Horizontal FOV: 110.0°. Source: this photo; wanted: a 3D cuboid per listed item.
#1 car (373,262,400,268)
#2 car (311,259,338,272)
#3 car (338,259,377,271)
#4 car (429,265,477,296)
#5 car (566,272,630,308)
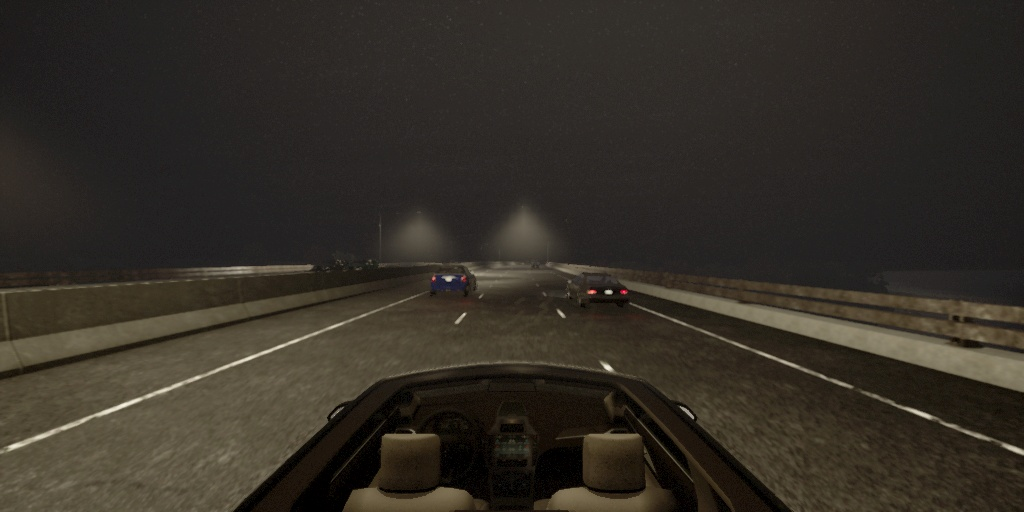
[{"bbox_3d":[-13.619,1.678,40.735,1.994,1.385,4.181,0,-1,2],"label":"car"},{"bbox_3d":[-20.607,1.333,41.083,2.150,2.045,5.566,0,-1,2],"label":"car"},{"bbox_3d":[-17.107,1.337,41.065,2.150,2.045,5.566,0,-1,2],"label":"car"},{"bbox_3d":[-3.284,1.272,20.778,2.097,1.767,4.553,0,-1,1],"label":"car"},{"bbox_3d":[3.666,1.431,16.074,2.033,1.411,5.357,0,-1,0],"label":"car"}]
